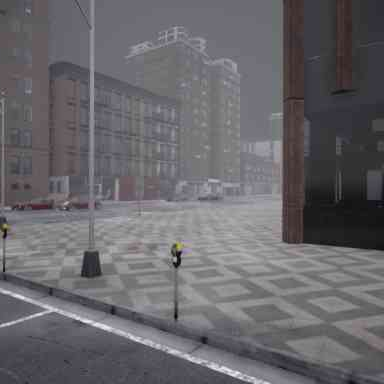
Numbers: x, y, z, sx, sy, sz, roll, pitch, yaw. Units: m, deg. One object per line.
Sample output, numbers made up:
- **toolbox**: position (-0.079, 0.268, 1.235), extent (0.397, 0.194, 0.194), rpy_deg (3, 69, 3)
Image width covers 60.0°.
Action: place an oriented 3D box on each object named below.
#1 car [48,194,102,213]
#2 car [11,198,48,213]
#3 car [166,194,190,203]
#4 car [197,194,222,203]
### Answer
- **car**: position (-11.225, 1.025, 32.817), extent (2.097, 1.767, 4.553), rpy_deg (0, 1, 36)
- **car**: position (-15.186, 1.290, 32.874), extent (1.895, 1.301, 4.718), rpy_deg (0, 1, 36)
- **car**: position (-2.102, 0.945, 51.033), extent (1.994, 1.385, 4.181), rpy_deg (0, 1, 36)
- **car**: position (2.798, 0.947, 52.241), extent (1.895, 1.301, 4.718), rpy_deg (0, 1, 36)
